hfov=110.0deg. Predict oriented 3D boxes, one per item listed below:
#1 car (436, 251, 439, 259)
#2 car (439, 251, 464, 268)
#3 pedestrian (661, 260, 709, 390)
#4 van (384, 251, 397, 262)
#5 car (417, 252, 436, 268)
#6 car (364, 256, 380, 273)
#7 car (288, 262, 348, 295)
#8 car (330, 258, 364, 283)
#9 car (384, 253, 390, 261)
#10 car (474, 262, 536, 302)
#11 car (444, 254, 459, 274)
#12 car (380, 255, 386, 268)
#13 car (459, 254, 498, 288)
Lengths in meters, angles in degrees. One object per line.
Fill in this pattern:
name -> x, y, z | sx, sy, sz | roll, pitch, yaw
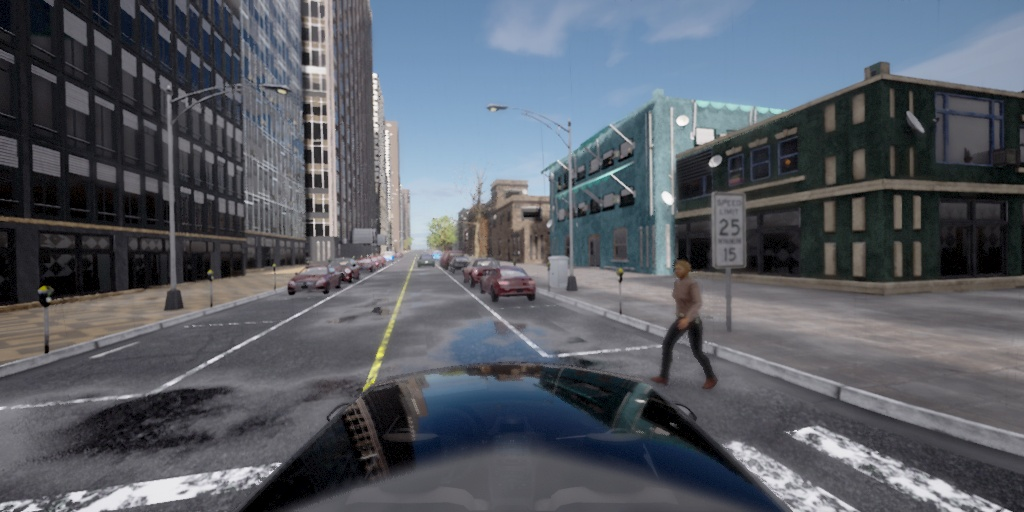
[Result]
car -> -7.230, 0.333, 41.567 | 2.192, 1.841, 5.009 | 0, 0, -15
car -> -5.831, 0.425, 36.197 | 2.192, 1.841, 5.009 | 0, 0, -15
pedestrian -> 2.383, 0.918, 4.956 | 0.375, 1.860, 0.375 | 0, 0, -15
van -> -20.933, 0.137, 60.922 | 1.690, 1.789, 3.998 | 0, 0, -15
car -> -10.179, 0.602, 42.570 | 1.994, 1.385, 4.181 | -1, 1, -15
car -> -13.940, 0.849, 34.087 | 1.802, 1.307, 4.207 | 0, 0, -15
car -> -9.745, 1.118, 17.988 | 1.802, 1.307, 4.207 | 0, 0, -15
car -> -11.143, 0.887, 23.354 | 1.967, 1.591, 4.097 | 0, 0, -15
car -> -16.737, 0.627, 44.822 | 1.888, 1.381, 4.507 | 0, 0, -15
car -> -0.238, 1.048, 14.730 | 1.802, 1.307, 4.207 | 0, 0, -15
car -> -4.433, 0.751, 30.831 | 2.007, 1.370, 4.403 | 0, 0, -15
car -> -15.339, 0.757, 39.456 | 1.802, 1.307, 4.207 | 0, 0, -15
car -> -1.637, 0.818, 20.099 | 1.967, 1.591, 4.097 | 0, 0, -15
